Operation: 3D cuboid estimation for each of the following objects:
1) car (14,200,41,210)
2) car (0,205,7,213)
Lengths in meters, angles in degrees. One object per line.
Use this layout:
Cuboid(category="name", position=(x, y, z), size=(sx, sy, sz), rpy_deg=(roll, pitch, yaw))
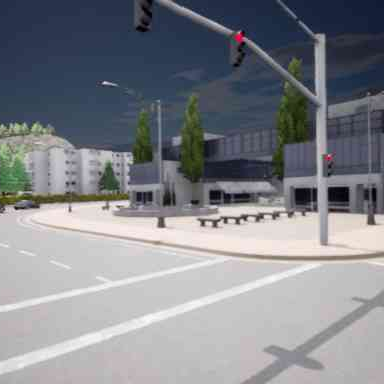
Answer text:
Cuboid(category="car", position=(-24.535, 1.927, 49.805), size=(1.994, 1.385, 4.181), rpy_deg=(-1, 0, 8))
Cuboid(category="car", position=(-23.846, 1.922, 39.388), size=(2.033, 1.411, 5.357), rpy_deg=(-1, 0, -10))
